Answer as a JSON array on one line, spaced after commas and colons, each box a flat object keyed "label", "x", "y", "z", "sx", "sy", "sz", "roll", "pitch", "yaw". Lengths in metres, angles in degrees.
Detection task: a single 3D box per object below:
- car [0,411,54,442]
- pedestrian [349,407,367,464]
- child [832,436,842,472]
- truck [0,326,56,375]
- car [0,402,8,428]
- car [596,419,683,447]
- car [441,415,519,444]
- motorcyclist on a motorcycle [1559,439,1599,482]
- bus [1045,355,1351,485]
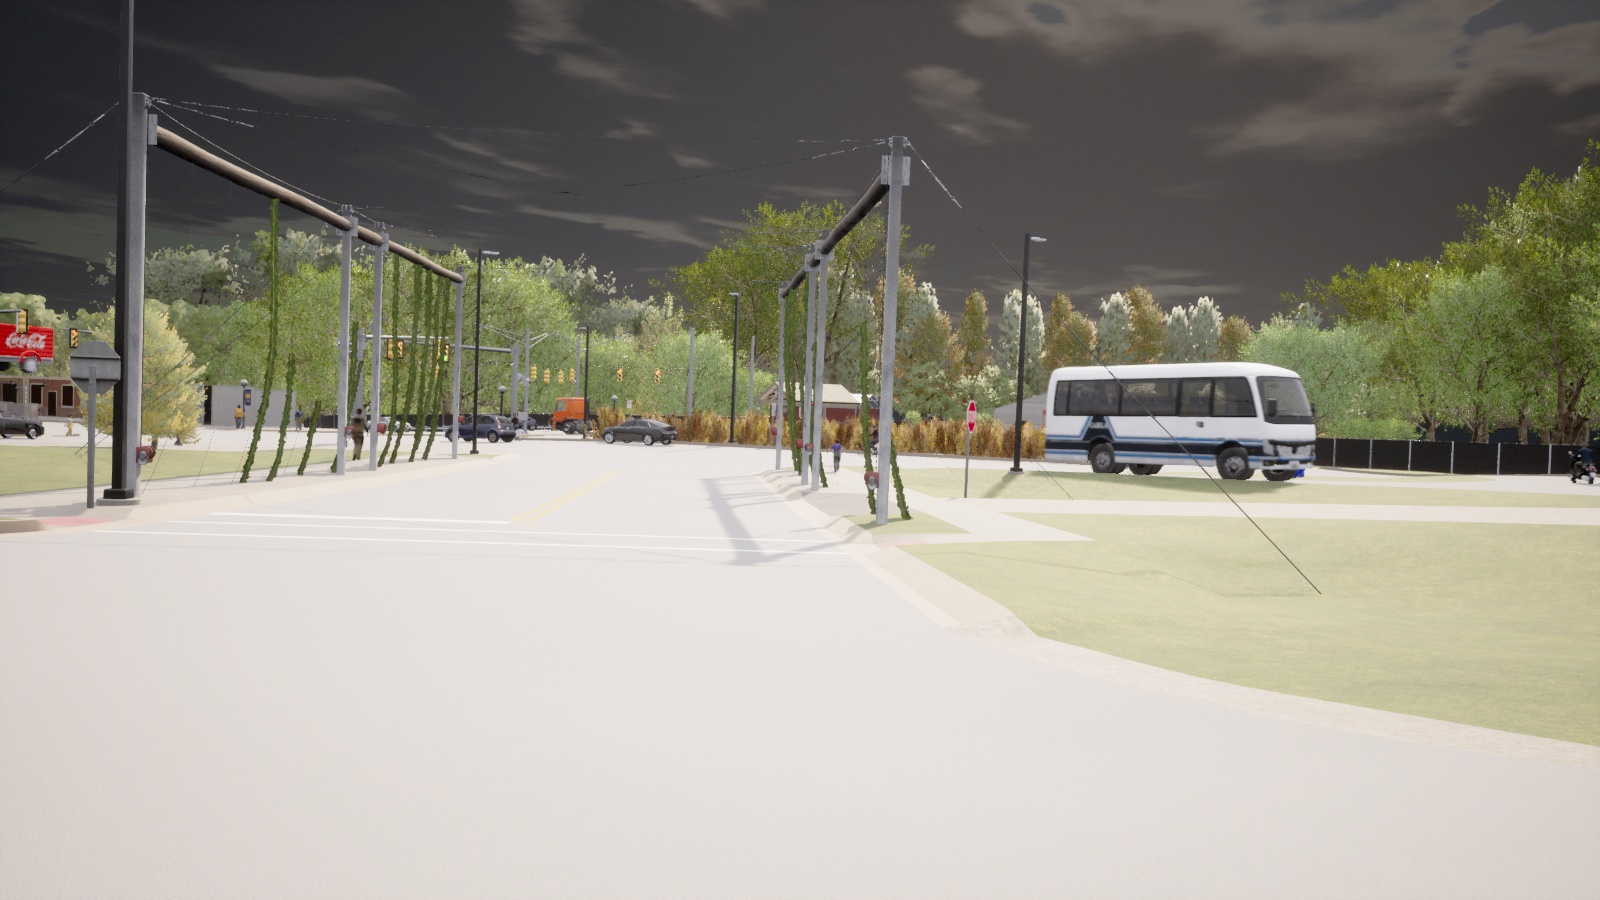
[{"label": "car", "x": -39.772, "y": -1.179, "z": 61.965, "sx": 2.128, "sy": 1.511, "sz": 4.902, "roll": 2, "pitch": 1, "yaw": 16}, {"label": "pedestrian", "x": -15.175, "y": -0.506, "z": 43.158, "sx": 0.396, "sy": 1.930, "sz": 0.692, "roll": 2, "pitch": 2, "yaw": -6}, {"label": "child", "x": 1.351, "y": 0.146, "z": 45.888, "sx": 0.270, "sy": 1.263, "sz": 0.437, "roll": 2, "pitch": 2, "yaw": -4}, {"label": "truck", "x": -43.546, "y": -5.458, "z": 67.797, "sx": 2.627, "sy": 2.467, "sz": 5.204, "roll": 5, "pitch": 3, "yaw": 21}, {"label": "car", "x": -53.704, "y": -2.292, "z": 80.740, "sx": 5.027, "sy": 1.651, "sz": 2.152, "roll": 2, "pitch": 2, "yaw": 21}, {"label": "car", "x": -9.357, "y": -1.018, "z": 72.965, "sx": 4.892, "sy": 1.490, "sz": 1.837, "roll": 2, "pitch": 3, "yaw": 31}, {"label": "car", "x": -18.535, "y": -1.214, "z": 72.725, "sx": 3.988, "sy": 1.617, "sz": 1.851, "roll": 1, "pitch": 2, "yaw": 20}, {"label": "motorcyclist on a motorcycle", "x": 30.294, "y": 0.396, "z": 48.587, "sx": 0.866, "sy": 1.590, "sz": 1.817, "roll": 2, "pitch": 1, "yaw": 7}, {"label": "bus", "x": 14.329, "y": -1.121, "z": 46.350, "sx": 3.944, "sy": 4.253, "sz": 10.273, "roll": -1, "pitch": 2, "yaw": -38}]
